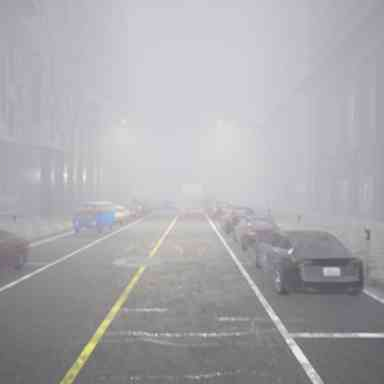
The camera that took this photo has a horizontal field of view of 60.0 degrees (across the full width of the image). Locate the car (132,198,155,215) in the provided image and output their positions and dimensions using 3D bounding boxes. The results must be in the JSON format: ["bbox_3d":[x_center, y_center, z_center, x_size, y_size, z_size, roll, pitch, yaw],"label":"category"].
[{"bbox_3d":[-5.753,1.557,36.653,2.192,1.841,5.009,0,0,0],"label":"car"}]

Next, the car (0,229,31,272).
[{"bbox_3d":[-5.762,1.639,8.640,1.802,1.307,4.206,0,0,0],"label":"car"}]

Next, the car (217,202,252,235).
[{"bbox_3d":[2.767,1.570,19.858,1.967,1.590,4.097,0,0,0],"label":"car"}]

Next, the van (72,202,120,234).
[{"bbox_3d":[-5.759,1.472,19.846,1.690,1.788,3.998,0,0,0],"label":"van"}]

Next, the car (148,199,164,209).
[{"bbox_3d":[-5.747,1.907,53.457,2.008,1.369,4.403,0,0,0],"label":"car"}]

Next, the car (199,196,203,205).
[{"bbox_3d":[2.779,1.709,59.070,2.192,1.841,5.009,0,0,0],"label":"car"}]

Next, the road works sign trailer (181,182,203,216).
[{"bbox_3d":[0.012,0.702,36.112,2.380,3.560,2.880,0,0,0],"label":"road works sign trailer"}]

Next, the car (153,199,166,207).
[{"bbox_3d":[-5.745,1.961,59.058,1.947,1.339,4.313,0,0,0],"label":"car"}]

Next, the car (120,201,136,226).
[{"bbox_3d":[-5.756,1.692,25.277,1.752,1.417,4.829,0,0,0],"label":"car"}]

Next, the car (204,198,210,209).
[{"bbox_3d":[2.774,1.805,42.435,1.752,1.417,4.829,0,0,0],"label":"car"}]

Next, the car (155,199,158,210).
[{"bbox_3d":[-5.750,1.861,42.253,1.802,1.307,4.206,0,0,0],"label":"car"}]

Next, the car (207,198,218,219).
[{"bbox_3d":[2.771,1.644,31.061,1.967,1.590,4.097,0,0,0],"label":"car"}]

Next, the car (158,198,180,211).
[{"bbox_3d":[-3.077,1.847,45.304,2.033,1.411,5.357,0,0,0],"label":"car"}]

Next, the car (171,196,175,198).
[{"bbox_3d":[-5.738,2.101,81.467,1.887,1.381,4.507,0,0,0],"label":"car"}]

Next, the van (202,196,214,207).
[{"bbox_3d":[2.776,1.658,47.867,1.690,1.788,3.998,0,0,0],"label":"van"}]

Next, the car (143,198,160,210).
[{"bbox_3d":[-5.749,1.757,47.855,1.967,1.590,4.097,0,0,0],"label":"car"}]

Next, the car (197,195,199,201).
[{"bbox_3d":[2.783,1.789,70.273,2.192,1.841,5.009,0,0,0],"label":"car"}]

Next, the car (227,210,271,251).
[{"bbox_3d":[2.765,1.675,14.256,1.802,1.307,4.206,0,0,0],"label":"car"}]

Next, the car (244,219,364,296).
[{"bbox_3d":[2.763,1.622,8.654,1.947,1.339,4.313,0,0,0],"label":"car"}]

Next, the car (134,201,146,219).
[{"bbox_3d":[-5.754,1.786,31.048,1.802,1.307,4.206,0,0,0],"label":"car"}]
